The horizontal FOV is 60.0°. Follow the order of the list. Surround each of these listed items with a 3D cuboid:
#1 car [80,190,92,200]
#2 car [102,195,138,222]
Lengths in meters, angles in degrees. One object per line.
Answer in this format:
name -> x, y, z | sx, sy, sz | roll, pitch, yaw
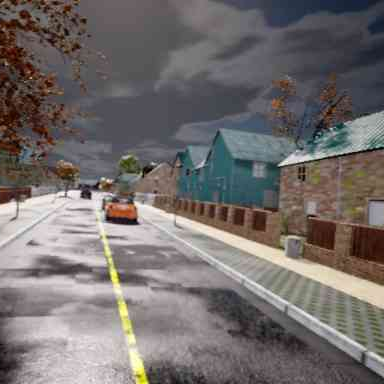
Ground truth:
car -> -17.771, 0.401, 55.858 | 1.882, 1.535, 5.008 | 5, -1, -17
car -> -5.165, 1.075, 24.162 | 2.097, 1.767, 4.553 | 5, -1, -17
